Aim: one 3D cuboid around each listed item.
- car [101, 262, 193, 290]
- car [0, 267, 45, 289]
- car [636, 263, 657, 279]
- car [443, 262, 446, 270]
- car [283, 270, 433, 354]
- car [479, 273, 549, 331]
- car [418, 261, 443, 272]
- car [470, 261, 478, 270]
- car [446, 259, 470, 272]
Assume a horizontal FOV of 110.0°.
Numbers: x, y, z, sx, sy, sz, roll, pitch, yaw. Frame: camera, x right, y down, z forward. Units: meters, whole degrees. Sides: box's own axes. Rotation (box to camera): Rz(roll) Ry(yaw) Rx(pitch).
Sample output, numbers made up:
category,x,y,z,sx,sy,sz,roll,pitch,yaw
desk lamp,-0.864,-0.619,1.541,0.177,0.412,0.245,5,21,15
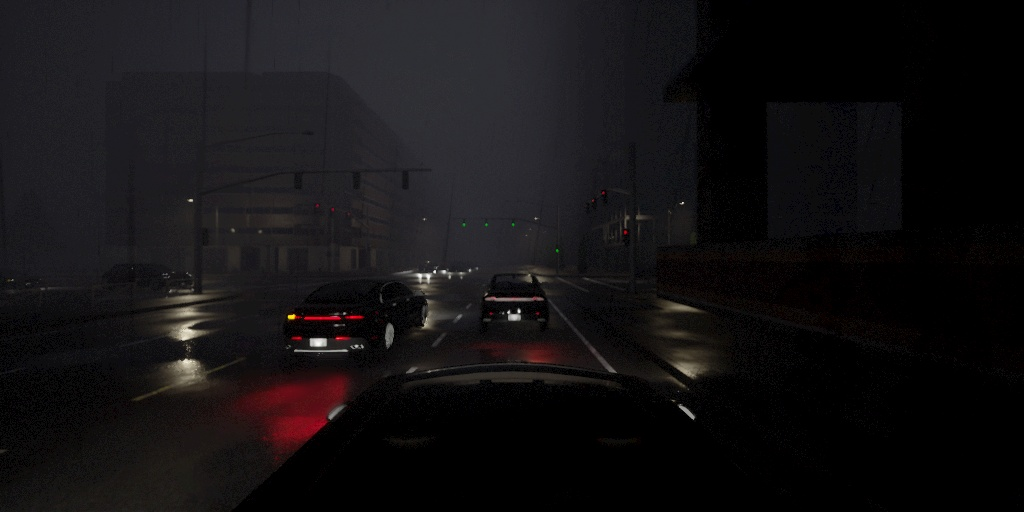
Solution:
category,x,y,z,sx,sy,sz,roll,pitch,yaw
car,-23.703,1.250,23.429,4.553,1.767,2.097,0,0,0
car,-34.245,1.446,23.447,5.357,1.411,2.033,0,0,0
car,13.949,1.433,34.061,4.902,1.511,2.128,0,0,0
car,-10.949,1.584,56.685,1.895,1.301,4.718,0,0,1
car,-3.446,1.287,8.821,1.837,1.490,4.892,0,0,0
car,0.059,1.283,11.165,2.128,1.511,4.902,0,0,0
car,-10.980,1.435,47.341,2.128,1.511,4.902,0,0,0
car,-7.406,1.561,60.128,1.994,1.385,4.181,0,0,1
car,-7.486,1.433,50.111,1.882,1.535,5.008,0,0,0
